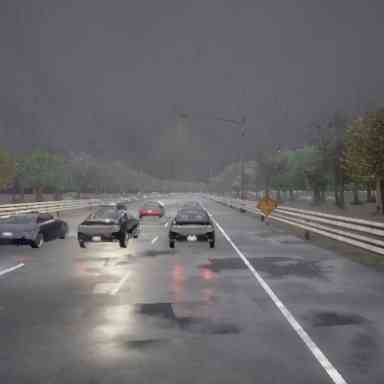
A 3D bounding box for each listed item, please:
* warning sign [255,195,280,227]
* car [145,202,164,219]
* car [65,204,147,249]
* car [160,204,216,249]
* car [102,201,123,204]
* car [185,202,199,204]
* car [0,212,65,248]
[{"bbox_3d":[4.550,1.115,20.206,1.300,1.860,1.060,0,0,0],"label":"warning sign"},{"bbox_3d":[-3.500,1.575,29.651,1.994,1.385,4.181,0,0,0],"label":"car"},{"bbox_3d":[-3.500,1.496,14.651,2.128,1.511,4.902,0,0,0],"label":"car"},{"bbox_3d":[0.000,1.496,14.651,2.128,1.511,4.902,0,0,0],"label":"car"},{"bbox_3d":[-7.000,1.497,29.650,2.128,1.511,4.902,0,0,0],"label":"car"},{"bbox_3d":[0.000,1.574,29.651,1.994,1.385,4.181,0,0,0],"label":"car"},{"bbox_3d":[-7.000,1.573,14.651,1.994,1.385,4.181,0,0,0],"label":"car"}]
